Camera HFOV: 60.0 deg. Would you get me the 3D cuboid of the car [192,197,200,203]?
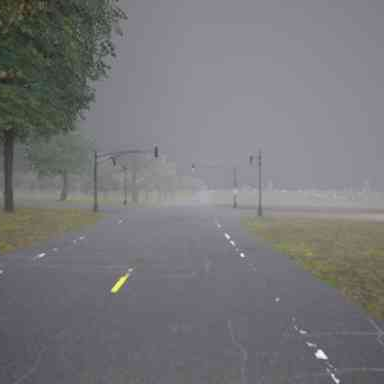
[{"bbox_3d":[1.050,2.269,90.710,1.994,1.385,4.181,0,-2,1],"label":"car"}]
